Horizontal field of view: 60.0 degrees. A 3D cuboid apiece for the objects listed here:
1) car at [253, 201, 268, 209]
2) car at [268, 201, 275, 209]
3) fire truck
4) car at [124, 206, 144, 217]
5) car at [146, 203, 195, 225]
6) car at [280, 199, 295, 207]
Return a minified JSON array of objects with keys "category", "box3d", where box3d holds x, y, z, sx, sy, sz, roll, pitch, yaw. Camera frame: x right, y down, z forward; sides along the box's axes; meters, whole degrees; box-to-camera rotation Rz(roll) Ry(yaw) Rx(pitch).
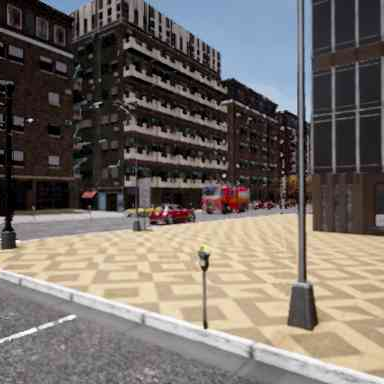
[{"category":"car","box3d":[11.157,2.257,58.733,1.967,1.590,4.097,-1,-2,35]},{"category":"car","box3d":[14.398,2.450,63.359,1.887,1.381,4.507,-1,-2,35]},{"category":"fire truck","box3d":[4.643,0.901,44.801,2.891,3.827,8.468,0,-1,35]},{"category":"car","box3d":[-5.140,1.898,35.452,1.752,1.417,4.829,-1,-2,35]},{"category":"car","box3d":[-1.470,1.683,26.201,1.967,1.590,4.097,-1,-2,35]},{"category":"car","box3d":[20.876,2.398,72.621,2.192,1.841,5.009,-1,-2,35]}]
